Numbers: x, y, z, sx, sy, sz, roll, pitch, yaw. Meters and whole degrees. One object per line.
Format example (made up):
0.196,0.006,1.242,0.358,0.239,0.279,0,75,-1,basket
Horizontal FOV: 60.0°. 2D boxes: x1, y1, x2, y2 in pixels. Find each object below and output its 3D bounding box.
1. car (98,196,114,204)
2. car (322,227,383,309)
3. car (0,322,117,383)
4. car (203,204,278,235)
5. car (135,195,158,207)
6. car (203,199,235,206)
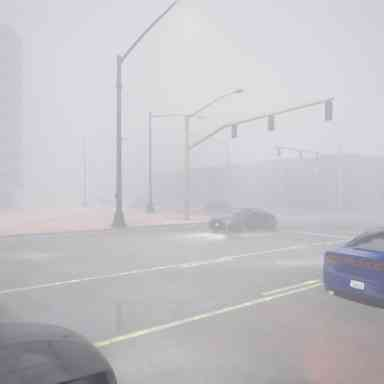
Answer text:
-16.926,1.528,65.391,2.128,1.511,4.902,0,0,-36,car
4.928,1.478,7.262,5.008,1.535,1.882,0,0,-35,car
-2.804,1.505,1.753,4.892,1.490,1.837,0,0,-35,car
2.961,1.564,18.928,4.181,1.385,1.994,0,0,-36,car
-7.023,1.351,51.353,2.097,1.767,4.553,0,0,-35,car
3.188,1.491,37.039,2.128,1.511,4.902,0,0,-35,car
